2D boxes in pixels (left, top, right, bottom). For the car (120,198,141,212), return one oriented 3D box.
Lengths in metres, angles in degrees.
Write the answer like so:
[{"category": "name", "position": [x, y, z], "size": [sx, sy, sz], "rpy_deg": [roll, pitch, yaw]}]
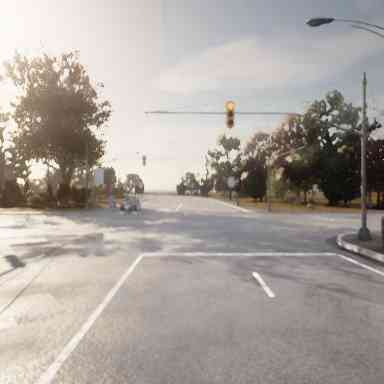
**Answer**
[{"category": "car", "position": [-7.100, 1.475, 38.727], "size": [2.128, 1.511, 4.902], "rpy_deg": [0, 0, 0]}]
